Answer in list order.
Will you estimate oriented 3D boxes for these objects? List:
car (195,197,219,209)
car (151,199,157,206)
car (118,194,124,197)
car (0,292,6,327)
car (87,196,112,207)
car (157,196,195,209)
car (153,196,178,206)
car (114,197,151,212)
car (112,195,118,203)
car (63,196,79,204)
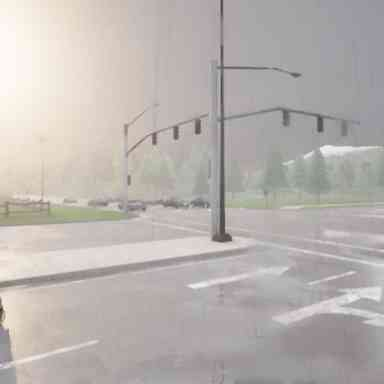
[{"bbox_3d":[1.651,1.426,44.882,1.837,1.490,4.892,0,0,-35],"label":"car"},{"bbox_3d":[-7.550,1.457,51.999,1.812,1.442,4.674,0,0,-35],"label":"car"},{"bbox_3d":[-14.257,1.272,67.944,2.097,1.767,4.553,0,0,-35],"label":"car"},{"bbox_3d":[-4.937,1.568,4.524,4.181,1.385,1.994,0,0,-35],"label":"car"},{"bbox_3d":[-13.825,1.552,48.757,1.895,1.301,4.718,0,0,-35],"label":"car"},{"bbox_3d":[-2.218,1.423,44.315,2.128,1.511,4.902,0,0,-34],"label":"car"},{"bbox_3d":[-4.300,1.447,53.463,1.812,1.442,4.674,0,0,-35],"label":"car"},{"bbox_3d":[-7.034,1.553,38.968,1.895,1.301,4.718,0,0,-35],"label":"car"},{"bbox_3d":[-16.748,1.495,65.378,1.994,1.385,4.181,0,0,-34],"label":"car"},{"bbox_3d":[-22.284,1.476,61.034,1.812,1.442,4.674,0,0,-34],"label":"car"}]
